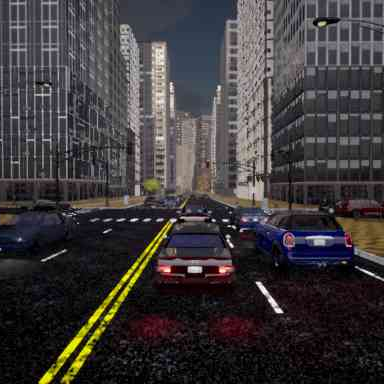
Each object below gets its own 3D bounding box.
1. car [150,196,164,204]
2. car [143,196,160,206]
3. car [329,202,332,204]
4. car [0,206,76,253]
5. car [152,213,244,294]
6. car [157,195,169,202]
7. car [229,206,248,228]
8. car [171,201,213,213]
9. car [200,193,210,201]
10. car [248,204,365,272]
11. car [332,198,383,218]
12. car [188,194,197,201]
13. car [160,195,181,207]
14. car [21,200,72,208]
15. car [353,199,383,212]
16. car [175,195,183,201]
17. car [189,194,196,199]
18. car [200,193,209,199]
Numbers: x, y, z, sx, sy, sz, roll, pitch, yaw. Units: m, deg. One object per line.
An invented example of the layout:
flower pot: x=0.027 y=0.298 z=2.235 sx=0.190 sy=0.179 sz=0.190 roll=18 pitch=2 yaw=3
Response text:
car: x=-6.440 y=1.497 z=62.322 sx=2.033 sy=1.411 sz=5.357 roll=0 pitch=0 yaw=0
car: x=-6.493 y=1.466 z=52.442 sx=1.837 sy=1.490 sz=4.892 roll=0 pitch=0 yaw=0
car: x=16.485 y=1.614 z=36.758 sx=4.892 sy=1.490 sz=1.837 roll=0 pitch=1 yaw=-1
car: x=-6.546 y=1.540 z=13.861 sx=2.033 sy=1.411 sz=5.357 roll=0 pitch=0 yaw=0
car: x=0.110 y=1.543 z=8.923 sx=2.033 sy=1.411 sz=5.357 roll=0 pitch=0 yaw=1
car: x=-6.360 y=1.475 z=72.992 sx=2.033 sy=1.411 sz=5.357 roll=0 pitch=0 yaw=0
car: x=3.390 y=1.536 z=20.277 sx=2.033 sy=1.411 sz=5.357 roll=0 pitch=0 yaw=0
car: x=0.136 y=1.481 z=18.668 sx=2.128 sy=1.511 sz=4.902 roll=0 pitch=0 yaw=0
car: x=3.409 y=1.392 z=81.763 sx=1.882 sy=1.535 sz=5.008 roll=0 pitch=0 yaw=0
car: x=3.370 y=1.347 z=10.892 sx=2.097 sy=1.767 sz=4.553 roll=0 pitch=0 yaw=0
car: x=16.260 y=1.517 z=30.950 sx=5.009 sy=1.841 sz=2.192 roll=1 pitch=0 yaw=1
car: x=0.159 y=1.414 z=81.772 sx=1.837 sy=1.490 sz=4.892 roll=0 pitch=0 yaw=0
car: x=-3.224 y=1.315 z=50.602 sx=2.097 sy=1.767 sz=4.553 roll=0 pitch=0 yaw=-1
car: x=-14.804 y=1.482 z=34.226 sx=4.718 sy=1.301 sz=1.895 roll=0 pitch=1 yaw=-1
car: x=21.885 y=1.640 z=39.226 sx=4.829 sy=1.417 sz=1.752 roll=1 pitch=0 yaw=1
car: x=-3.097 y=1.426 z=79.577 sx=1.837 sy=1.490 sz=4.892 roll=0 pitch=0 yaw=0
car: x=0.179 y=1.277 z=92.189 sx=2.033 sy=1.411 sz=5.357 roll=0 pitch=0 yaw=0
car: x=3.429 y=1.093 z=92.152 sx=2.097 sy=1.767 sz=4.553 roll=0 pitch=0 yaw=0
